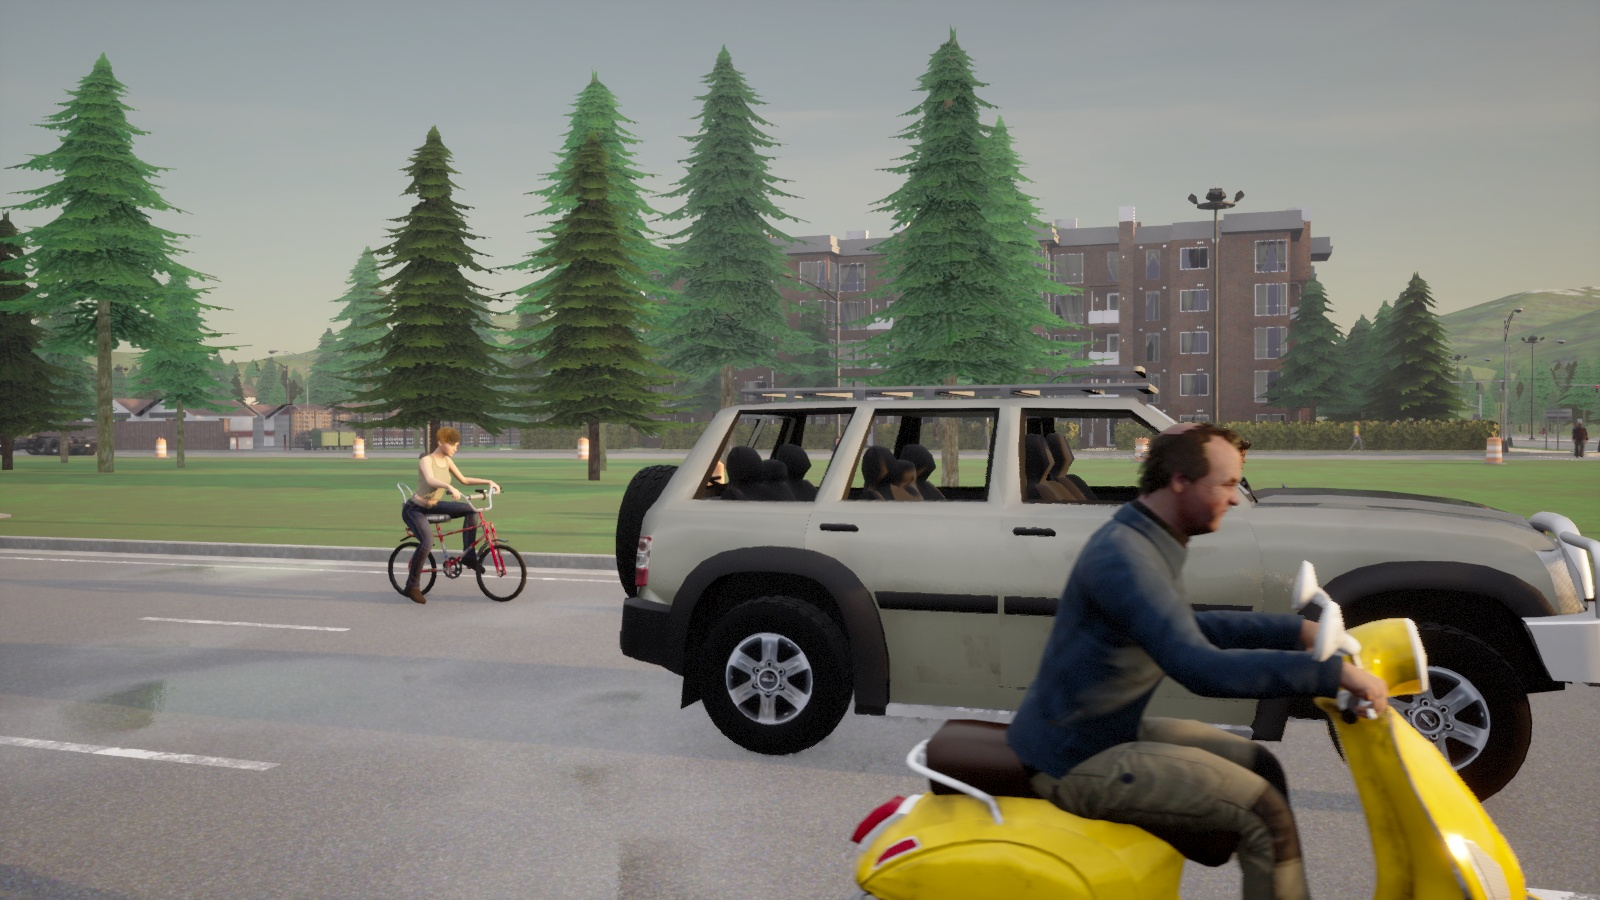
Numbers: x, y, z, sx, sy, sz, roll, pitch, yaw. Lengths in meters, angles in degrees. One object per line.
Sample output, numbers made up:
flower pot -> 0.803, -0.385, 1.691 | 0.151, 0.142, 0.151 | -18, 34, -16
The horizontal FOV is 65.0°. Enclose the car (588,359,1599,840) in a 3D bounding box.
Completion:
car -> 1.444, 0.546, 6.396 | 4.605, 1.855, 1.932 | 1, 1, 18

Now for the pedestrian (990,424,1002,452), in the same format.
pedestrian -> 12.892, -0.820, 82.680 | 0.726, 1.835, 0.370 | 1, 1, 19

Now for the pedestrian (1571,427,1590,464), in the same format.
pedestrian -> 38.665, -0.230, 62.208 | 0.634, 1.844, 0.899 | 1, 1, 23

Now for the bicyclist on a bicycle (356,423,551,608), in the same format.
bicyclist on a bicycle -> -3.199, 0.565, 11.649 | 1.509, 1.612, 0.866 | 1, 1, 18

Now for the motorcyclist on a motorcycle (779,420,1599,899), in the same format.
motorcyclist on a motorcycle -> 0.959, 0.737, 2.870 | 1.817, 1.590, 0.866 | 0, 1, 19

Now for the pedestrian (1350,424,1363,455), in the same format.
pedestrian -> 33.574, -0.631, 75.744 | 0.706, 1.836, 0.354 | 1, 1, 20
